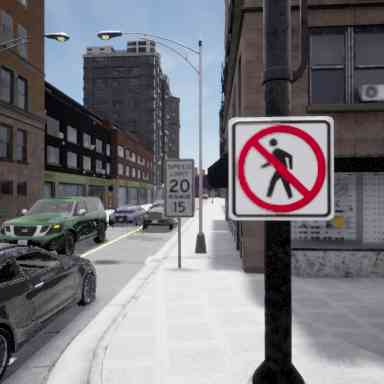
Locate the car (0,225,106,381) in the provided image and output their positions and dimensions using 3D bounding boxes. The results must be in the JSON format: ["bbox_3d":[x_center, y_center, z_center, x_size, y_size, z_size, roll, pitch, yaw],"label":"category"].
[{"bbox_3d":[-3.031,1.512,5.085,1.812,1.442,4.674,0,0,4],"label":"car"}]

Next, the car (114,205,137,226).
[{"bbox_3d":[-4.391,1.573,23.112,1.994,1.385,4.181,0,0,4],"label":"car"}]

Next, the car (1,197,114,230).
[{"bbox_3d":[-5.084,1.221,13.108,2.150,2.045,5.566,0,0,4],"label":"car"}]

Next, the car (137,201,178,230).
[{"bbox_3d":[-1.919,1.526,21.138,1.812,1.442,4.674,0,0,4],"label":"car"}]
